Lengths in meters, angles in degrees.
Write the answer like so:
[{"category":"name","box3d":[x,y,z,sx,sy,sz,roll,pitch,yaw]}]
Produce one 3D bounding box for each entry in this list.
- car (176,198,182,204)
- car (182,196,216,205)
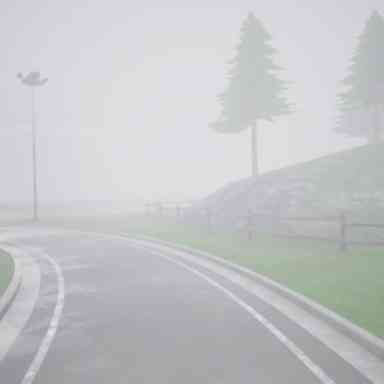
[{"category":"car","box3d":[-0.966,1.535,62.734,4.181,1.385,1.994,-1,0,-40]},{"category":"car","box3d":[1.308,1.474,60.076,5.357,1.411,2.033,-1,0,-40]}]
